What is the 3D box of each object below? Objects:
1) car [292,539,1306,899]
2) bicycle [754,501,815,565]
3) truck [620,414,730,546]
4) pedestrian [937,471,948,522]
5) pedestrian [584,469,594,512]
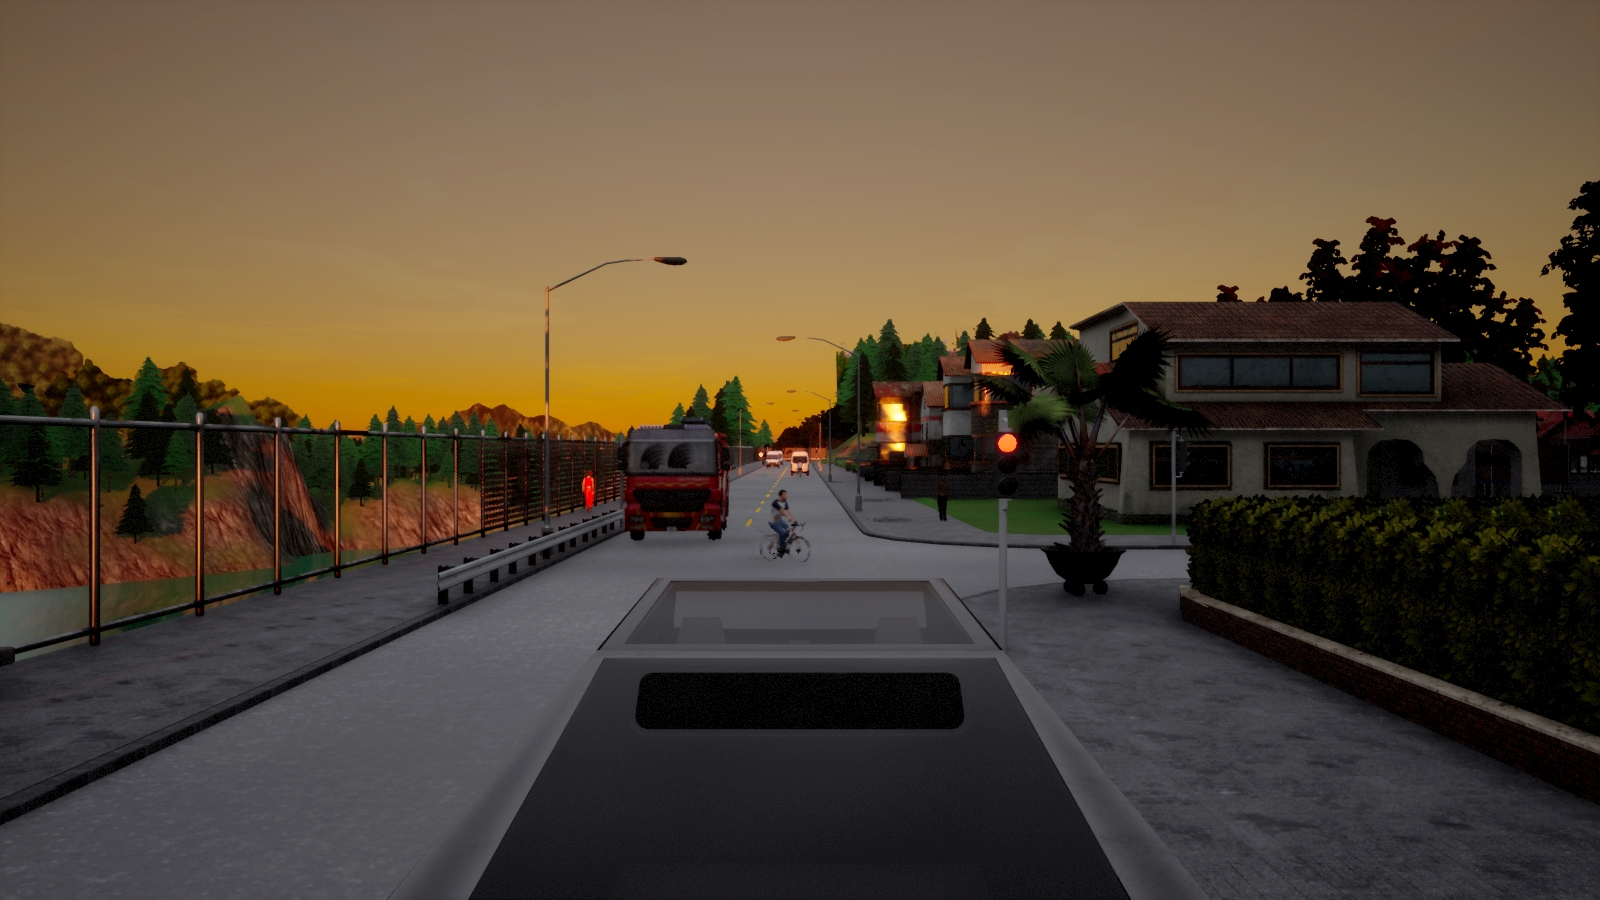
[{"bbox_3d":[-0.001,1.751,5.830,2.390,2.098,6.274,0,0,0],"label":"car"},{"bbox_3d":[-0.390,2.045,28.436,1.643,1.496,0.373,1,-1,41],"label":"bicycle"},{"bbox_3d":[-3.889,0.876,37.398,2.891,3.827,8.468,0,0,-2],"label":"truck"},{"bbox_3d":[5.304,1.720,42.457,0.375,1.860,0.375,0,0,0],"label":"pedestrian"},{"bbox_3d":[-9.022,1.726,48.879,0.375,1.860,0.375,0,0,-2],"label":"pedestrian"}]
